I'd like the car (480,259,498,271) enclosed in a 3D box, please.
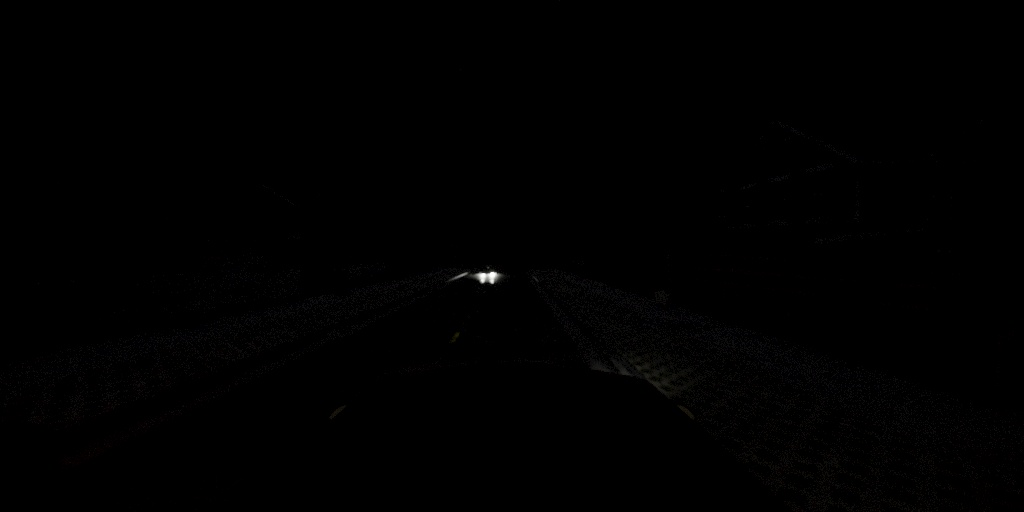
[{"bbox_3d":[-2.749,1.093,43.759,2.128,1.511,4.902,0,0,0],"label":"car"}]

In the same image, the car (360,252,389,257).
[{"bbox_3d":[-18.886,0.561,51.257,5.566,2.045,2.150,3,2,0],"label":"car"}]

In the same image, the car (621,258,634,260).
[{"bbox_3d":[16.927,1.116,51.164,5.008,1.535,1.882,0,2,0],"label":"car"}]
